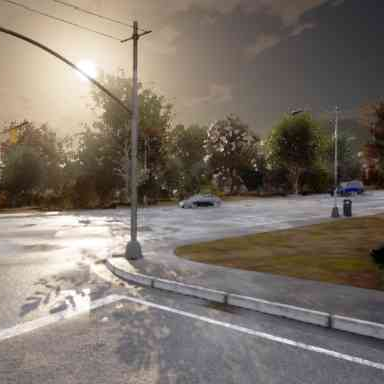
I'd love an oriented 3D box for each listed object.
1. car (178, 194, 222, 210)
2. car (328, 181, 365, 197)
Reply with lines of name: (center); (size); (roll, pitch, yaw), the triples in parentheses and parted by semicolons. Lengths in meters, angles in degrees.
car: (0.860, 0.994, 34.171); (4.902, 1.511, 2.128); (-2, 2, -37)
car: (21.936, -0.448, 47.172); (5.566, 2.045, 2.150); (-3, 2, -26)
